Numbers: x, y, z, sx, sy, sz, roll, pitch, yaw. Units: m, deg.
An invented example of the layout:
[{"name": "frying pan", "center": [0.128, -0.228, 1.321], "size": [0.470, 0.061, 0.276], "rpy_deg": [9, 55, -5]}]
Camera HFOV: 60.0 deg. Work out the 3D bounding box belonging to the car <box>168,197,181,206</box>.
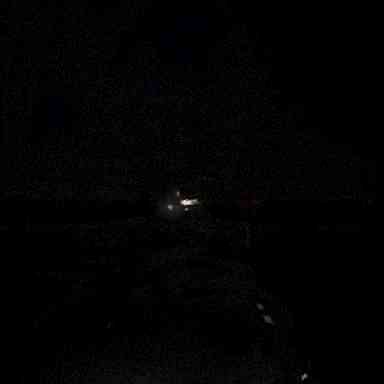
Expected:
[{"name": "car", "center": [-2.768, 1.530, 53.874], "size": [2.033, 1.411, 5.357], "rpy_deg": [0, 0, 0]}]
